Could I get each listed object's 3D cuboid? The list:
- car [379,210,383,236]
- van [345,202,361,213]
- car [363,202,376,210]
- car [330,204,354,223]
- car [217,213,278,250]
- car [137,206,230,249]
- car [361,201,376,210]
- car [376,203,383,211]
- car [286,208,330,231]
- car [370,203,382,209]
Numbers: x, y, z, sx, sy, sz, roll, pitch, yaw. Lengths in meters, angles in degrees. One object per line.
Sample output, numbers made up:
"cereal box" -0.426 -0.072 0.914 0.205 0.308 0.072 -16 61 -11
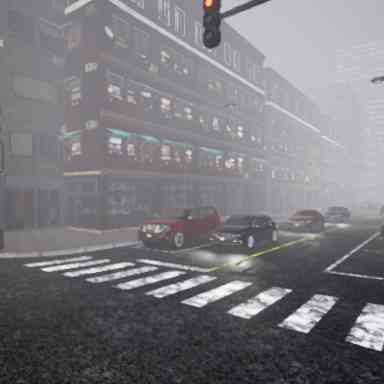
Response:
"car" 12.968 2.048 20.988 1.802 1.307 4.206 -2 -2 35
"van" 25.626 2.475 53.680 1.690 1.788 3.998 -2 -2 35
"car" 38.649 2.998 72.312 1.967 1.590 4.097 -2 -2 35
"car" 14.439 2.196 33.099 1.837 1.490 4.892 0 -1 35
"car" 2.666 1.821 16.279 1.837 1.490 4.892 0 -1 35
"car" -0.422 1.613 16.410 2.192 1.841 5.009 -2 -2 35
"car" 35.392 2.767 67.658 2.192 1.841 5.009 -2 -2 35
"car" 26.115 2.473 44.240 1.837 1.490 4.892 0 -1 35
"car" 8.492 2.027 24.602 1.812 1.442 4.674 0 -1 35
"car" 45.161 3.338 81.626 1.947 1.339 4.313 -2 -2 35
